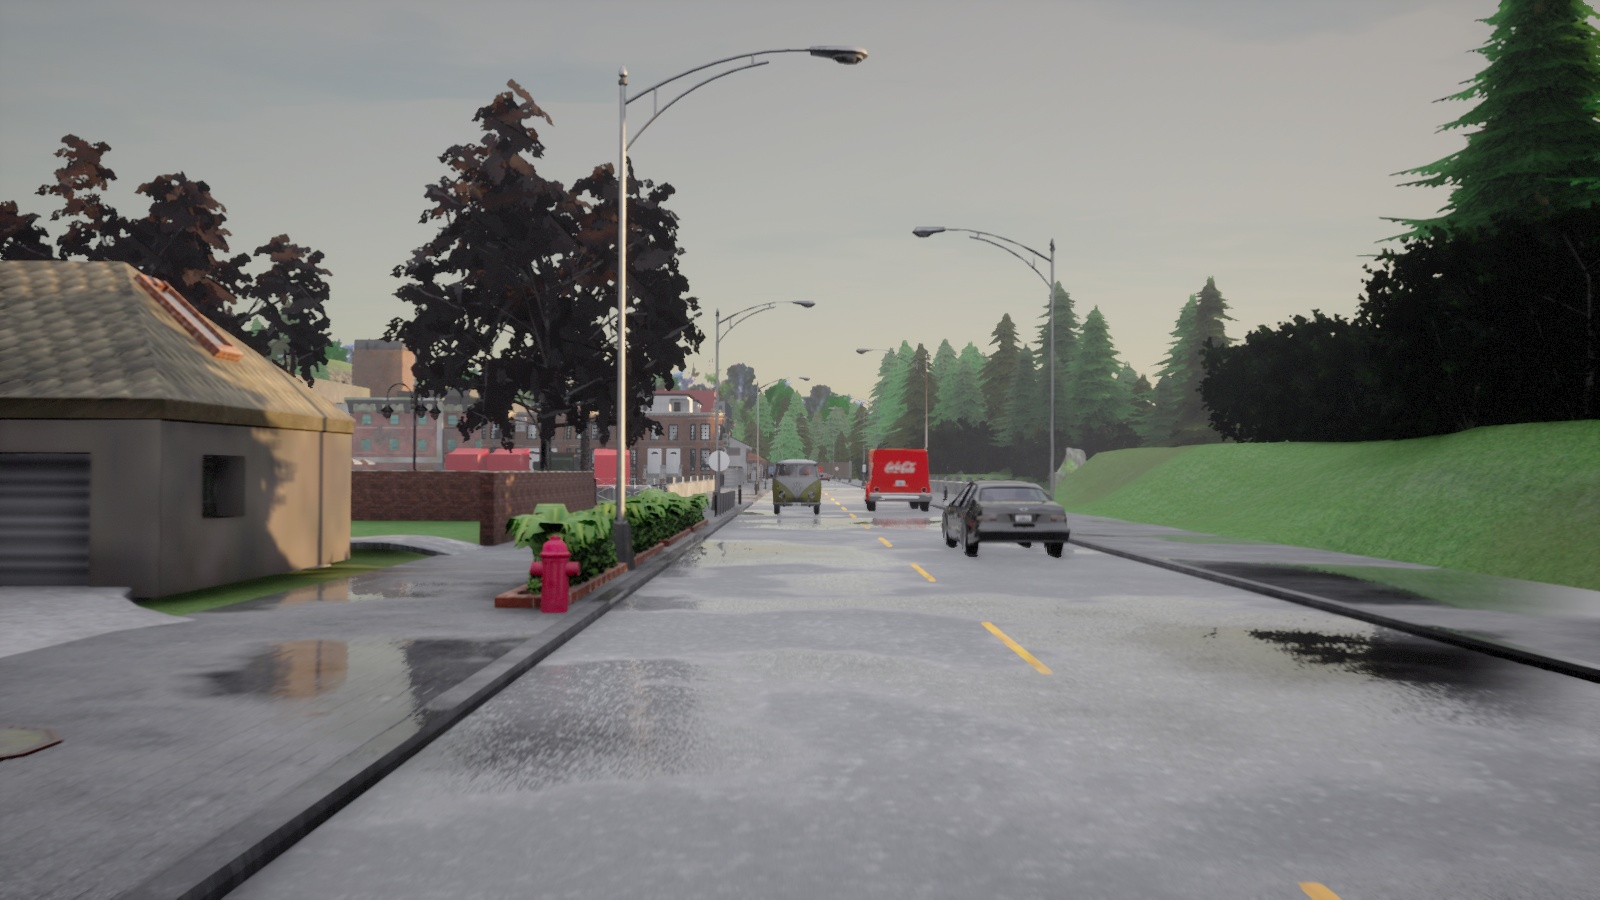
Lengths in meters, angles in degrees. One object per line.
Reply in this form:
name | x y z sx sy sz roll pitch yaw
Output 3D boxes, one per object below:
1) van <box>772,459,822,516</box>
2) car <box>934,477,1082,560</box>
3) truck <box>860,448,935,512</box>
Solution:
van | -0.111 1.339 46.197 1.775 1.987 4.442 0 -1 0
car | 3.942 1.261 24.766 2.033 1.411 5.357 0 -1 0
truck | 3.876 1.174 51.164 2.627 2.467 5.204 0 -1 0
